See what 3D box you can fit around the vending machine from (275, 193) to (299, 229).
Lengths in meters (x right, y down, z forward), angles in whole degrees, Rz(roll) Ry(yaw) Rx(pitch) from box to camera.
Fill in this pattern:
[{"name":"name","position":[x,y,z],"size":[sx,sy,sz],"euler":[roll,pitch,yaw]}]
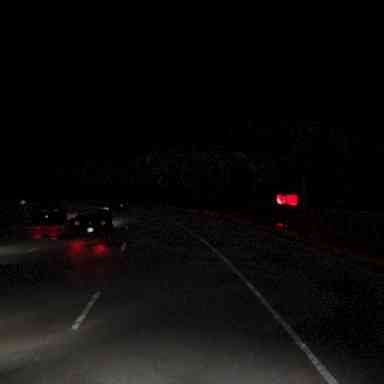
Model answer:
[{"name":"vending machine","position":[5.832,1.141,20.456],"size":[1.100,2.100,0.880],"euler":[0,0,-11]}]

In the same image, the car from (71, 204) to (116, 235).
[{"name":"car","position":[-5.510,1.594,18.800],"size":[1.895,1.301,4.718],"euler":[0,0,-11]}]

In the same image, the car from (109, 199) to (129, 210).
[{"name":"car","position":[-9.219,1.572,41.769],"size":[1.994,1.385,4.181],"euler":[0,0,-23]}]

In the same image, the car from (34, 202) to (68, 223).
[{"name":"car","position":[-10.731,1.506,25.500],"size":[2.128,1.511,4.902],"euler":[0,0,-15]}]
